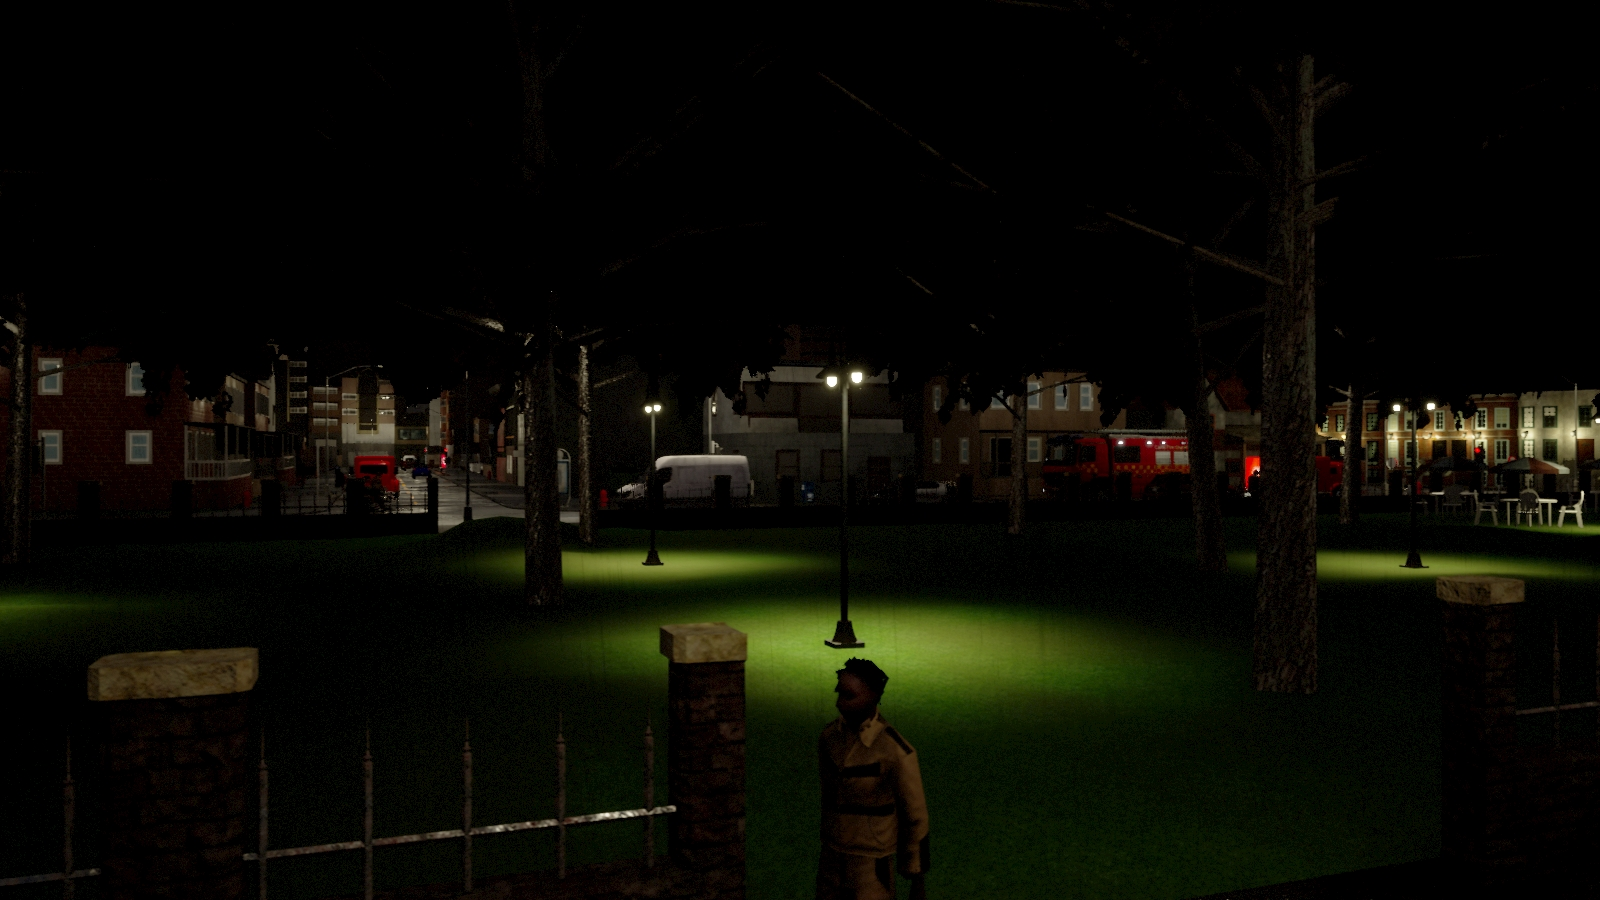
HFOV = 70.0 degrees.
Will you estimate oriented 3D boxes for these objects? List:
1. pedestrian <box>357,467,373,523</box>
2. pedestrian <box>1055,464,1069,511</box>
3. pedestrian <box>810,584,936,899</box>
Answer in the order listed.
[{"bbox_3d":[-14.750,1.524,38.755,0.375,1.860,0.375,0,0,7],"label":"pedestrian"},{"bbox_3d":[10.543,1.514,45.964,0.375,1.860,0.375,0,0,-20],"label":"pedestrian"},{"bbox_3d":[0.306,1.524,4.793,0.375,1.860,0.375,0,0,43],"label":"pedestrian"}]
